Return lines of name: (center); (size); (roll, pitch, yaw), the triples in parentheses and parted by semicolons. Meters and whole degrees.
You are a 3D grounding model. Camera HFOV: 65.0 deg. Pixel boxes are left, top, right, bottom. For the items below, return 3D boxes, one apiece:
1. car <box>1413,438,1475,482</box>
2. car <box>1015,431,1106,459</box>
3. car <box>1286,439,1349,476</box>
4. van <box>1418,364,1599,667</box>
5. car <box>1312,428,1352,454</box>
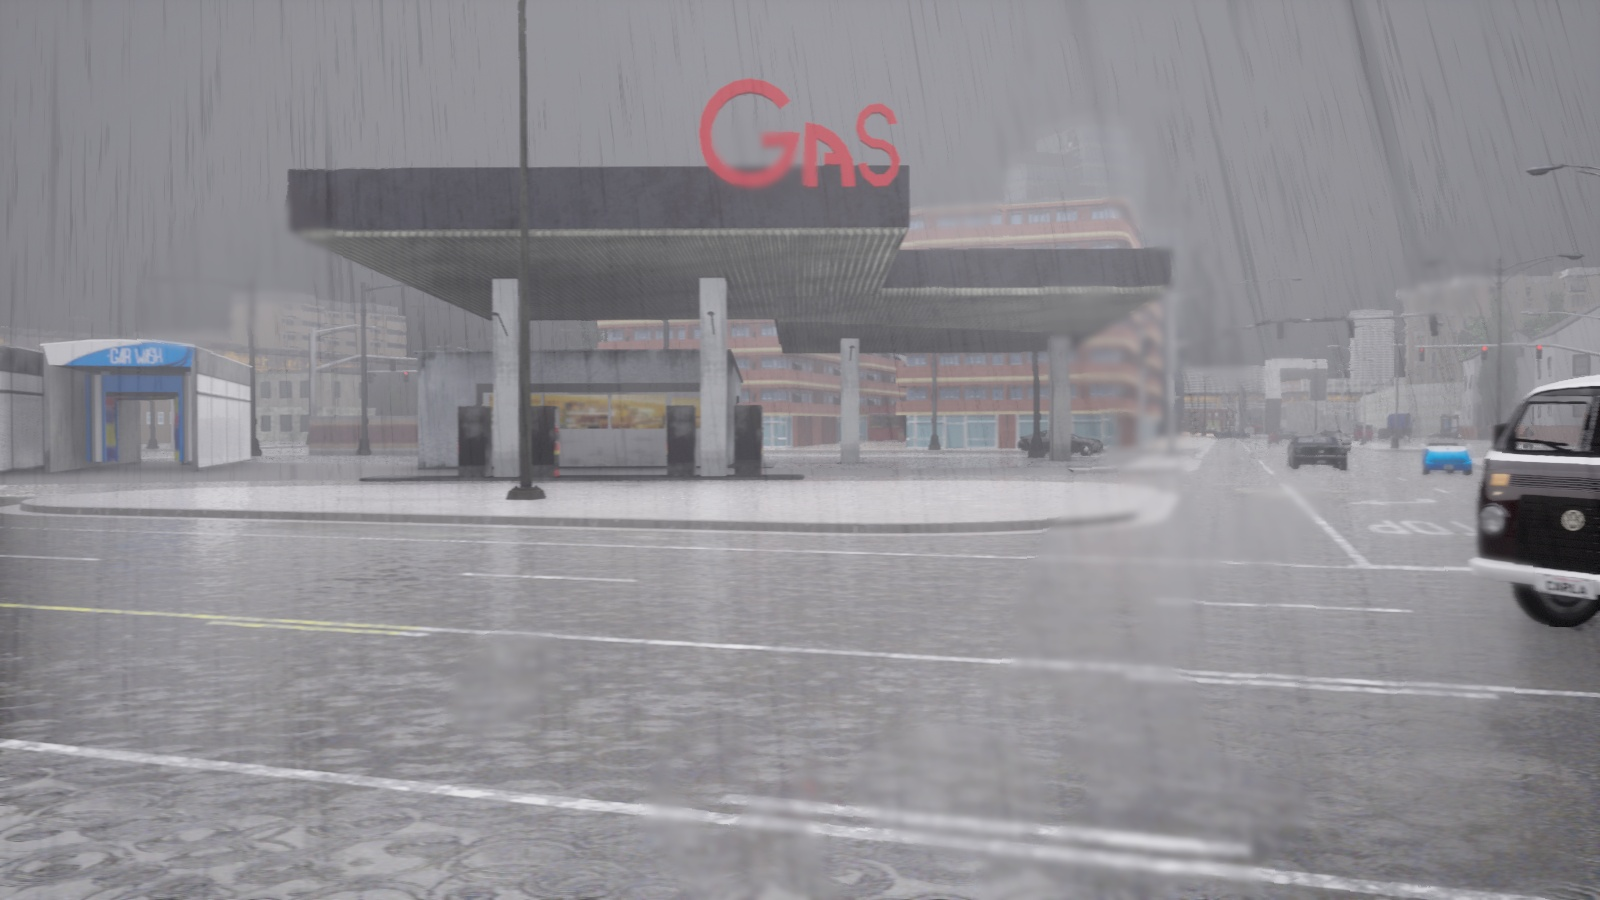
car: (20.992, 0.300, 40.968); (1.481, 1.376, 2.207); (1, 1, 19)
car: (14.861, -0.316, 71.682); (4.902, 1.511, 2.128); (0, 1, 17)
car: (19.546, 0.234, 47.591); (1.895, 1.301, 4.718); (1, 1, 19)
van: (7.269, 0.420, 9.706); (4.480, 2.038, 2.069); (0, 2, -25)
car: (35.989, -0.632, 85.102); (2.152, 1.651, 5.027); (1, 1, 19)
